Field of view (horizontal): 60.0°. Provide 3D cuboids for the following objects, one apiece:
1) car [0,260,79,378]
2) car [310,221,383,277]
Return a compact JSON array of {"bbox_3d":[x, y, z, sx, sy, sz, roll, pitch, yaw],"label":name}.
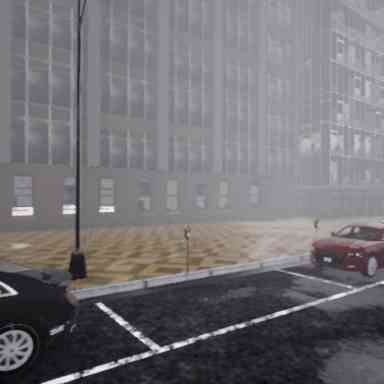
[{"bbox_3d":[-3.663,1.543,3.953,4.403,1.369,2.008,1,-1,-35],"label":"car"},{"bbox_3d":[5.606,1.657,10.562,4.507,1.381,1.887,1,-1,-35],"label":"car"}]
